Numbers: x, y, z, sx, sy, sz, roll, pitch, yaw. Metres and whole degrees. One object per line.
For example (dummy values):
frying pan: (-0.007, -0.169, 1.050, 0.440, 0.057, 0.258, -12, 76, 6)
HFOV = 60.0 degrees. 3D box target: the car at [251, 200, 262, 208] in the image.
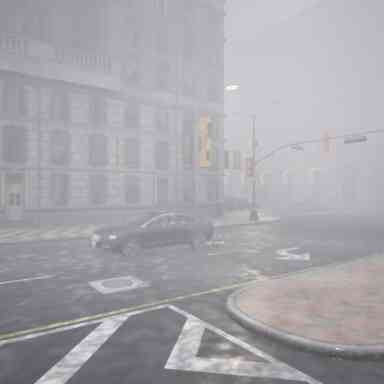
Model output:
car: (7.266, 1.541, 46.656, 2.033, 1.411, 5.357, 0, 0, -36)

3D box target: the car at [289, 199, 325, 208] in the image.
car: (16.040, 1.593, 46.647, 1.895, 1.301, 4.718, 0, 0, -35)

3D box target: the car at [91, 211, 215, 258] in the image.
car: (-1.363, 1.490, 12.821, 4.902, 1.511, 2.128, 0, 0, -35)

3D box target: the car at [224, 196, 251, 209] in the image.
car: (5.012, 1.347, 43.801, 2.097, 1.767, 4.553, 0, 0, -36)
